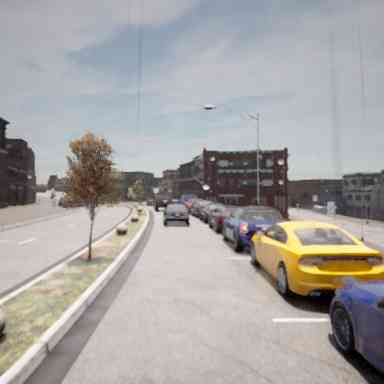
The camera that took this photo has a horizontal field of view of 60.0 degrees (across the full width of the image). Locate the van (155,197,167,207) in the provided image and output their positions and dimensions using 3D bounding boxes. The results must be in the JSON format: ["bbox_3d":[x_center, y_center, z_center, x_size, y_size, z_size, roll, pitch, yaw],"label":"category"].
[{"bbox_3d":[-6.454,1.983,69.052,1.878,1.987,4.442,0,-2,-14],"label":"van"}]

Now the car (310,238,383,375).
[{"bbox_3d":[2.986,1.521,3.111,2.002,1.452,4.674,0,0,0],"label":"car"}]

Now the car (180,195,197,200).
[{"bbox_3d":[0.325,1.432,36.360,2.185,1.767,4.553,0,0,-8],"label":"car"}]

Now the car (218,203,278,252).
[{"bbox_3d":[2.581,1.373,14.175,2.185,1.767,4.553,0,0,-3],"label":"car"}]

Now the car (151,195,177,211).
[{"bbox_3d":[-3.687,1.370,42.777,2.150,2.045,5.566,0,-1,-10],"label":"car"}]

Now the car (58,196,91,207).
[{"bbox_3d":[-21.075,1.803,59.757,5.566,2.045,2.435,0,-1,-14],"label":"car"}]

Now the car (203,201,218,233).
[{"bbox_3d":[2.176,1.537,19.889,2.163,1.488,4.792,0,0,-4],"label":"car"}]

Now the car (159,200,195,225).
[{"bbox_3d":[-1.232,1.586,24.726,2.033,1.411,5.357,0,0,-6],"label":"car"}]

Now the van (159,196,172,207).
[{"bbox_3d":[-5.054,1.819,63.695,1.878,1.987,4.442,0,-1,-13],"label":"van"}]

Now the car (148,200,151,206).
[{"bbox_3d":[-7.926,2.415,74.299,2.163,1.488,4.792,0,-2,-16],"label":"car"}]

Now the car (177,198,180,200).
[{"bbox_3d":[-2.575,1.821,52.755,2.002,1.452,4.674,0,-1,-11],"label":"car"}]

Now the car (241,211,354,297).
[{"bbox_3d":[2.842,1.490,8.657,2.097,1.535,5.008,0,0,-1],"label":"car"}]

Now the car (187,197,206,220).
[{"bbox_3d":[1.078,1.529,30.774,2.231,1.521,4.892,0,0,-6],"label":"car"}]
